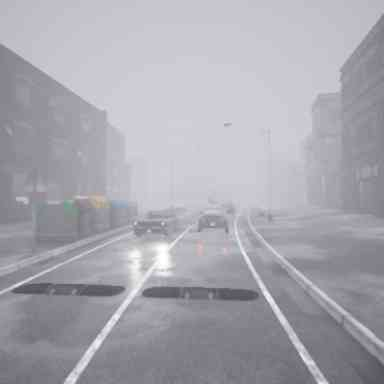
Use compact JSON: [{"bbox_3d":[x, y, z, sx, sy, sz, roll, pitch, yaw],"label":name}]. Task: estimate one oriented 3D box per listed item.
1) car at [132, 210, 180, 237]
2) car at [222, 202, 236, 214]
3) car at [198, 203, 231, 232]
[{"bbox_3d":[-1.971,1.733,19.294,1.895,1.301,4.718,0,0,6],"label":"car"},{"bbox_3d":[4.081,1.845,38.937,1.994,1.385,4.181,0,-1,10],"label":"car"},{"bbox_3d":[1.419,1.668,21.128,1.812,1.442,4.674,0,0,6],"label":"car"}]
